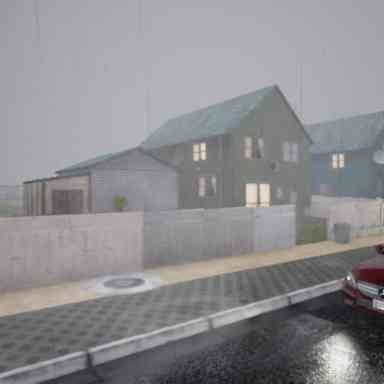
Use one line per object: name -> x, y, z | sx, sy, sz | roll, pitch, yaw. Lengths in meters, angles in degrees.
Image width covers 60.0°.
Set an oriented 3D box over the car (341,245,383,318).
car -> 4.872, 1.506, 6.535 | 4.674, 1.442, 1.812 | 0, 0, -35
